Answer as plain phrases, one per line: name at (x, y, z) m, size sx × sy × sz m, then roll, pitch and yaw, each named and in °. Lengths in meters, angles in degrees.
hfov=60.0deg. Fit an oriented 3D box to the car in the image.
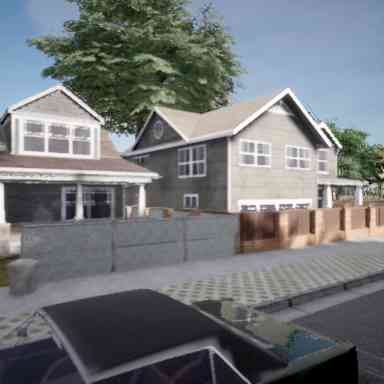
car at (-0.860, 1.604, 2.459) m, size 4.718 × 1.301 × 1.895 m, roll 0°, pitch 0°, yaw -35°
